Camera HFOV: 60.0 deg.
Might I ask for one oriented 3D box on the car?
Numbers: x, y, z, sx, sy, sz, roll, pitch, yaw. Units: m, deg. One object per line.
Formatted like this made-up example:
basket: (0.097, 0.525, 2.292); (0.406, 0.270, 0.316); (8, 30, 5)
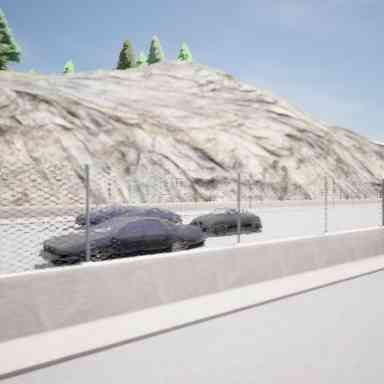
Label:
car: (-2.065, 1.547, 11.119); (5.357, 1.411, 2.033); (0, 0, -36)
